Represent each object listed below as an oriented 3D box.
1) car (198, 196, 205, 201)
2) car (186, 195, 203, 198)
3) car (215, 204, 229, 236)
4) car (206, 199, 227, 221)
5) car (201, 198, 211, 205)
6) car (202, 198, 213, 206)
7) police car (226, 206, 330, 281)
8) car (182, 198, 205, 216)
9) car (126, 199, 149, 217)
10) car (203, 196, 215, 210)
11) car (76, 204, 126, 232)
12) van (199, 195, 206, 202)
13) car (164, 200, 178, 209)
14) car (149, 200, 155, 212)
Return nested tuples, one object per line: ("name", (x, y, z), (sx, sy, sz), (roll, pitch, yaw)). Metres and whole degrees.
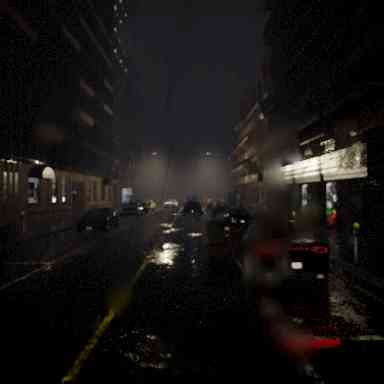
("car", (2.704, 1.922, 94.001), (1.947, 1.339, 4.313), (0, 0, 0))
("car", (0.009, 1.384, 46.590), (2.150, 2.045, 5.566), (0, 0, 0))
("car", (2.694, 1.633, 20.570), (1.947, 1.339, 4.313), (0, 0, 0))
("car", (2.695, 1.657, 31.868), (2.008, 1.369, 4.403), (0, 0, 0))
("car", (2.700, 1.817, 65.758), (1.802, 1.307, 4.206), (0, 0, 0))
("car", (2.699, 1.795, 60.110), (1.802, 1.307, 4.206), (0, 0, 0))
("police car", (2.368, 1.457, 10.095), (1.930, 1.638, 5.238), (0, 0, 0))
("car", (0.065, 1.618, 34.243), (1.837, 1.490, 4.892), (0, -1, 0))
("car", (-5.685, 1.657, 31.868), (2.008, 1.369, 4.403), (0, 0, 0))
("car", (2.696, 1.589, 43.164), (1.967, 1.590, 4.097), (0, 0, 0))
("car", (-5.687, 1.633, 20.571), (1.947, 1.339, 4.313), (0, 0, 0))
("van", (2.702, 1.672, 88.353), (1.690, 1.788, 3.998), (0, 0, 0))
("car", (-2.997, 1.768, 48.095), (1.895, 1.301, 4.718), (0, 0, 0))
("car", (-5.685, 1.567, 37.518), (1.967, 1.590, 4.097), (0, 0, 0))
